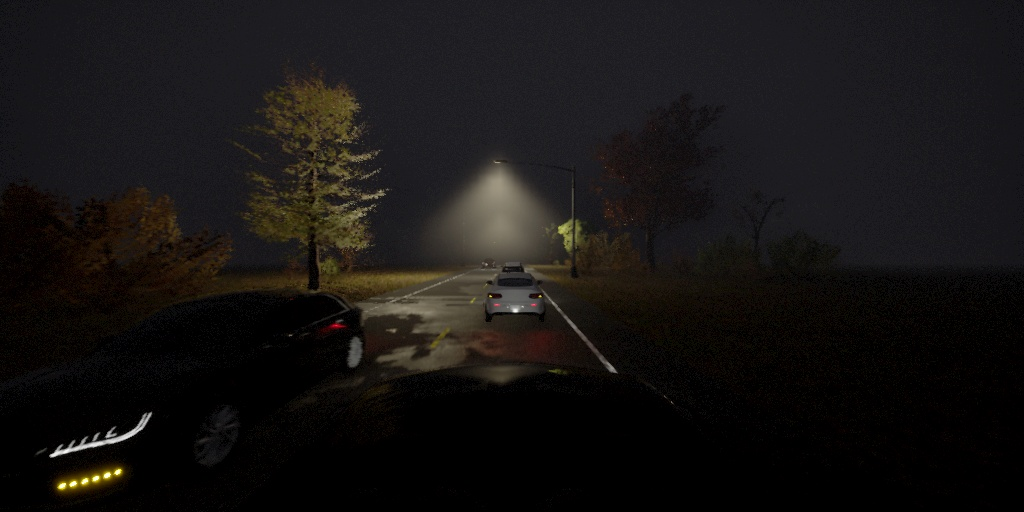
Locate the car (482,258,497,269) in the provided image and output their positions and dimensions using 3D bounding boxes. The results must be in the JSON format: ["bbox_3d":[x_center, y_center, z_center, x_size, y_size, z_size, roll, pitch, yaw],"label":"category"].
[{"bbox_3d":[-3.527,1.083,55.955,2.097,1.767,4.553,0,0,0],"label":"car"}]

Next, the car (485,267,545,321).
[{"bbox_3d":[0.099,1.275,12.346,1.812,1.442,4.674,0,0,0],"label":"car"}]

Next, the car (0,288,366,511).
[{"bbox_3d":[-3.598,1.255,4.772,1.837,1.490,4.892,0,0,0],"label":"car"}]

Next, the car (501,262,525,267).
[{"bbox_3d":[0.099,1.236,30.221,2.128,1.511,4.902,0,0,0],"label":"car"}]
